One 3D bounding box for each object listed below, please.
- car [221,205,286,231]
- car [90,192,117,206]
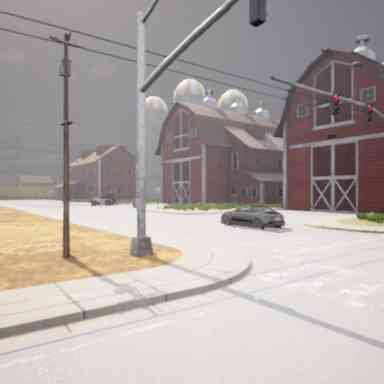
[{"bbox_3d":[3.696,1.508,20.657,1.994,1.385,4.181,0,0,-37],"label":"car"},{"bbox_3d":[-13.475,1.085,50.799,3.866,1.878,1.905,-2,5,11],"label":"car"}]
